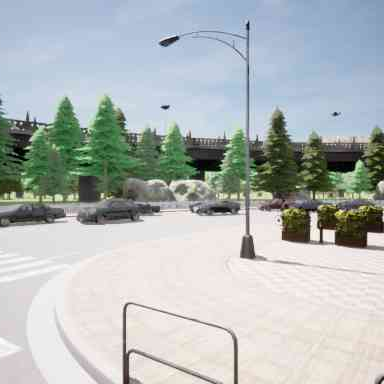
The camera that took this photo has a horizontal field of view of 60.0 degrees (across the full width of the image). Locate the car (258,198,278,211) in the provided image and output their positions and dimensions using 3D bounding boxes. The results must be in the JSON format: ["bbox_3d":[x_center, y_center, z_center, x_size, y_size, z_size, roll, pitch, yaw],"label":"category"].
[{"bbox_3d":[9.980,1.470,38.799,4.674,1.442,1.812,0,0,-15],"label":"car"}]

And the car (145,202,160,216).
[{"bbox_3d":[-5.238,1.545,30.079,4.718,1.301,1.895,0,0,-44],"label":"car"}]

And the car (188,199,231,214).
[{"bbox_3d":[1.853,1.508,35.367,4.181,1.385,1.994,0,0,-29],"label":"car"}]

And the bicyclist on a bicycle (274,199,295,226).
[{"bbox_3d":[5.554,1.245,19.593,0.582,1.620,1.656,0,0,-44],"label":"bicyclist on a bicycle"}]

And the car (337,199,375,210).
[{"bbox_3d":[19.756,1.508,40.175,4.181,1.385,1.994,0,0,0],"label":"car"}]

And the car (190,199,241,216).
[{"bbox_3d":[2.386,1.437,31.730,4.902,1.511,2.128,0,0,-31],"label":"car"}]

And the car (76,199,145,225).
[{"bbox_3d":[-5.967,1.296,23.948,2.097,1.767,4.553,0,0,40],"label":"car"}]

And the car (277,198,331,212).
[{"bbox_3d":[12.459,1.492,36.093,5.357,1.411,2.033,0,0,-12],"label":"car"}]

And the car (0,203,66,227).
[{"bbox_3d":[-11.391,1.492,22.723,2.033,1.411,5.357,0,0,37],"label":"car"}]
